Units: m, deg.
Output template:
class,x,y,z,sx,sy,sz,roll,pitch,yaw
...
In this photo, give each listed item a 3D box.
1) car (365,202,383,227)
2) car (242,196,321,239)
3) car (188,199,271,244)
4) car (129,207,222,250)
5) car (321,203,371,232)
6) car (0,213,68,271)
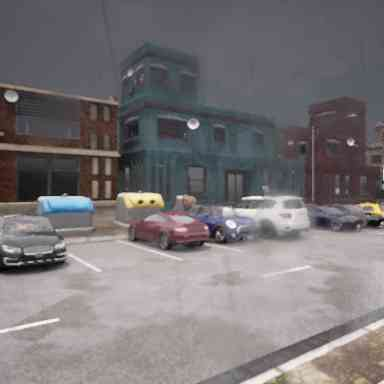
class,x,y,z,sx,sy,sz,roll,pitch,yaw
car,10.362,1.547,22.472,2.163,1.488,4.792,0,0,-35
car,3.526,1.247,17.699,2.435,2.045,5.566,0,0,-35
car,1.228,1.368,16.076,2.185,1.767,4.553,0,0,-35
car,-1.094,1.530,14.388,2.002,1.452,4.674,0,0,-35
car,8.095,1.539,20.866,2.163,1.488,4.792,0,0,-35
car,-5.633,1.487,11.184,2.231,1.521,4.892,0,0,-35
